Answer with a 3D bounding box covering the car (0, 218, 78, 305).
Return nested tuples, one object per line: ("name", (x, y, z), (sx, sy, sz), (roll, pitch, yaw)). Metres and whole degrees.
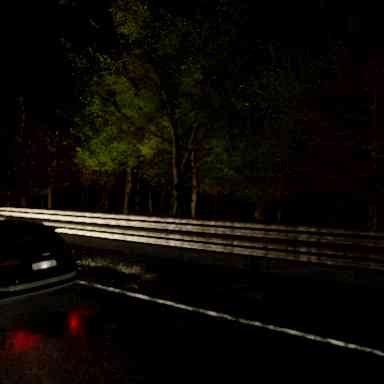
("car", (-4.555, 1.389, 7.304), (4.856, 1.649, 2.033), (0, 0, 34))
